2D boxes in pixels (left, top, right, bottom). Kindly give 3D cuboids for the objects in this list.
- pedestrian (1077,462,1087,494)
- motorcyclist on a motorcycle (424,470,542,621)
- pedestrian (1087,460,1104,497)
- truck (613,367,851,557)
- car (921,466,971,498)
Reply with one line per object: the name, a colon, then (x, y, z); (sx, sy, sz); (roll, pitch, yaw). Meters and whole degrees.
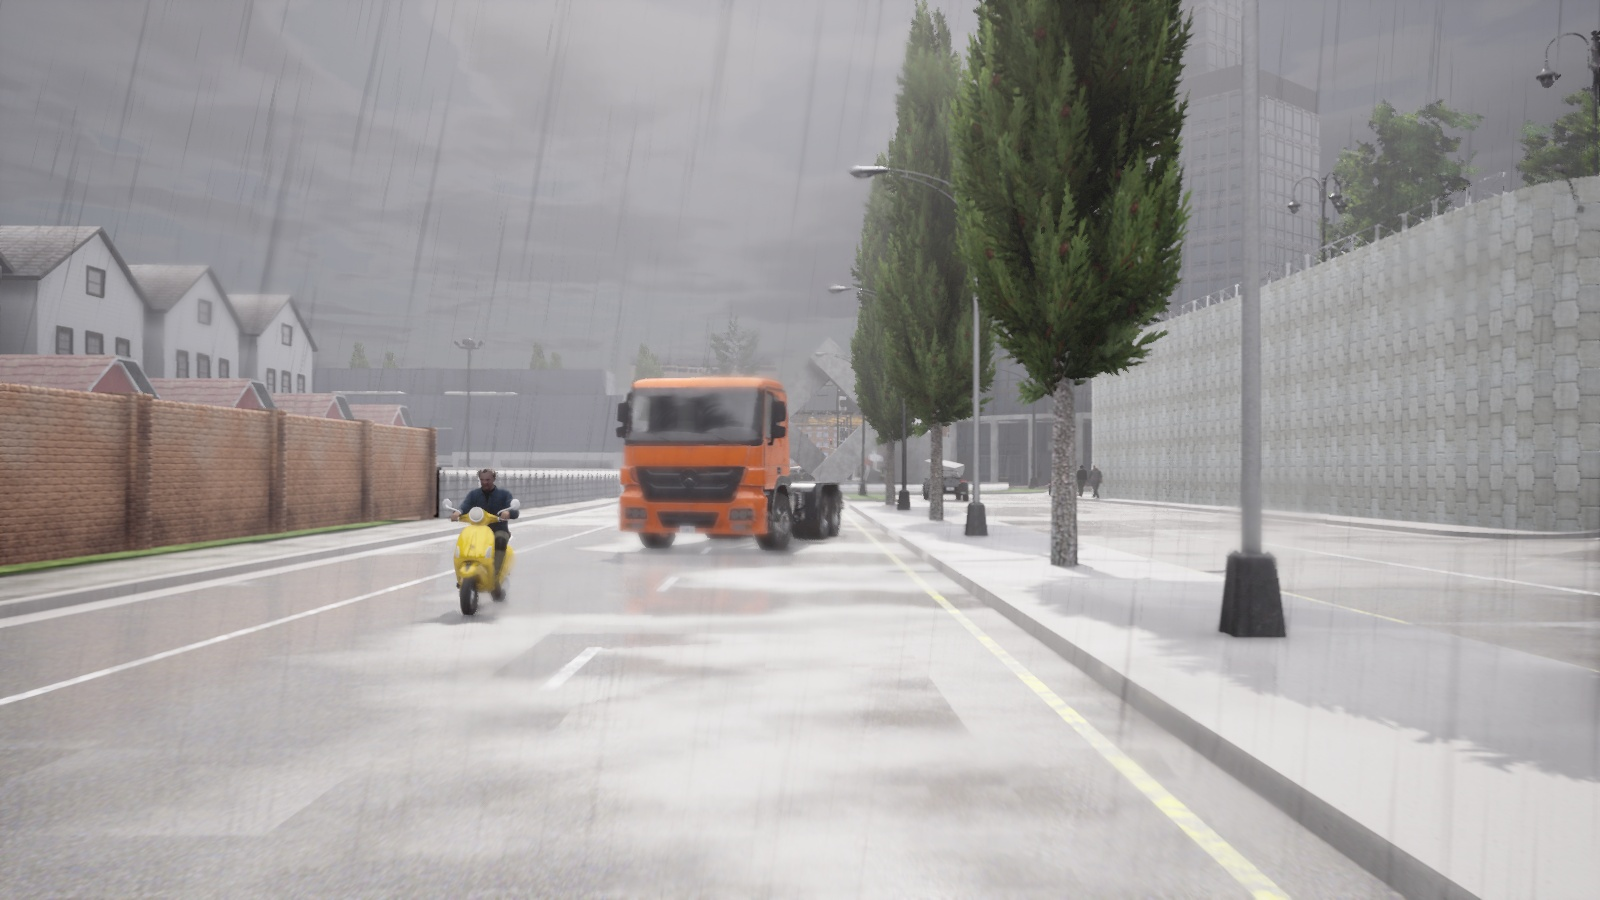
pedestrian: (16.032, 1.602, 71.487); (0.431, 1.840, 0.703); (0, -1, 3)
motorcyclist on a motorcycle: (-3.535, 1.019, 14.171); (0.866, 1.590, 1.817); (0, -1, 0)
pedestrian: (15.997, 1.545, 68.047); (0.659, 1.952, 0.873); (0, -1, -3)
truck: (-1.133, 0.291, 27.055); (2.891, 3.462, 7.936); (0, -1, 14)
car: (7.905, 1.706, 68.366); (2.152, 1.651, 5.027); (0, -1, 1)
